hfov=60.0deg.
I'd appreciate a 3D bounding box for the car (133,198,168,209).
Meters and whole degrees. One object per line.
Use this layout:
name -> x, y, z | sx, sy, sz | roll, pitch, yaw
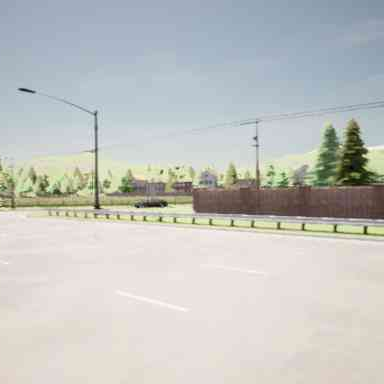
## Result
car -> -5.984, 1.646, 47.877 | 5.008, 1.535, 1.882 | -1, 0, -27
